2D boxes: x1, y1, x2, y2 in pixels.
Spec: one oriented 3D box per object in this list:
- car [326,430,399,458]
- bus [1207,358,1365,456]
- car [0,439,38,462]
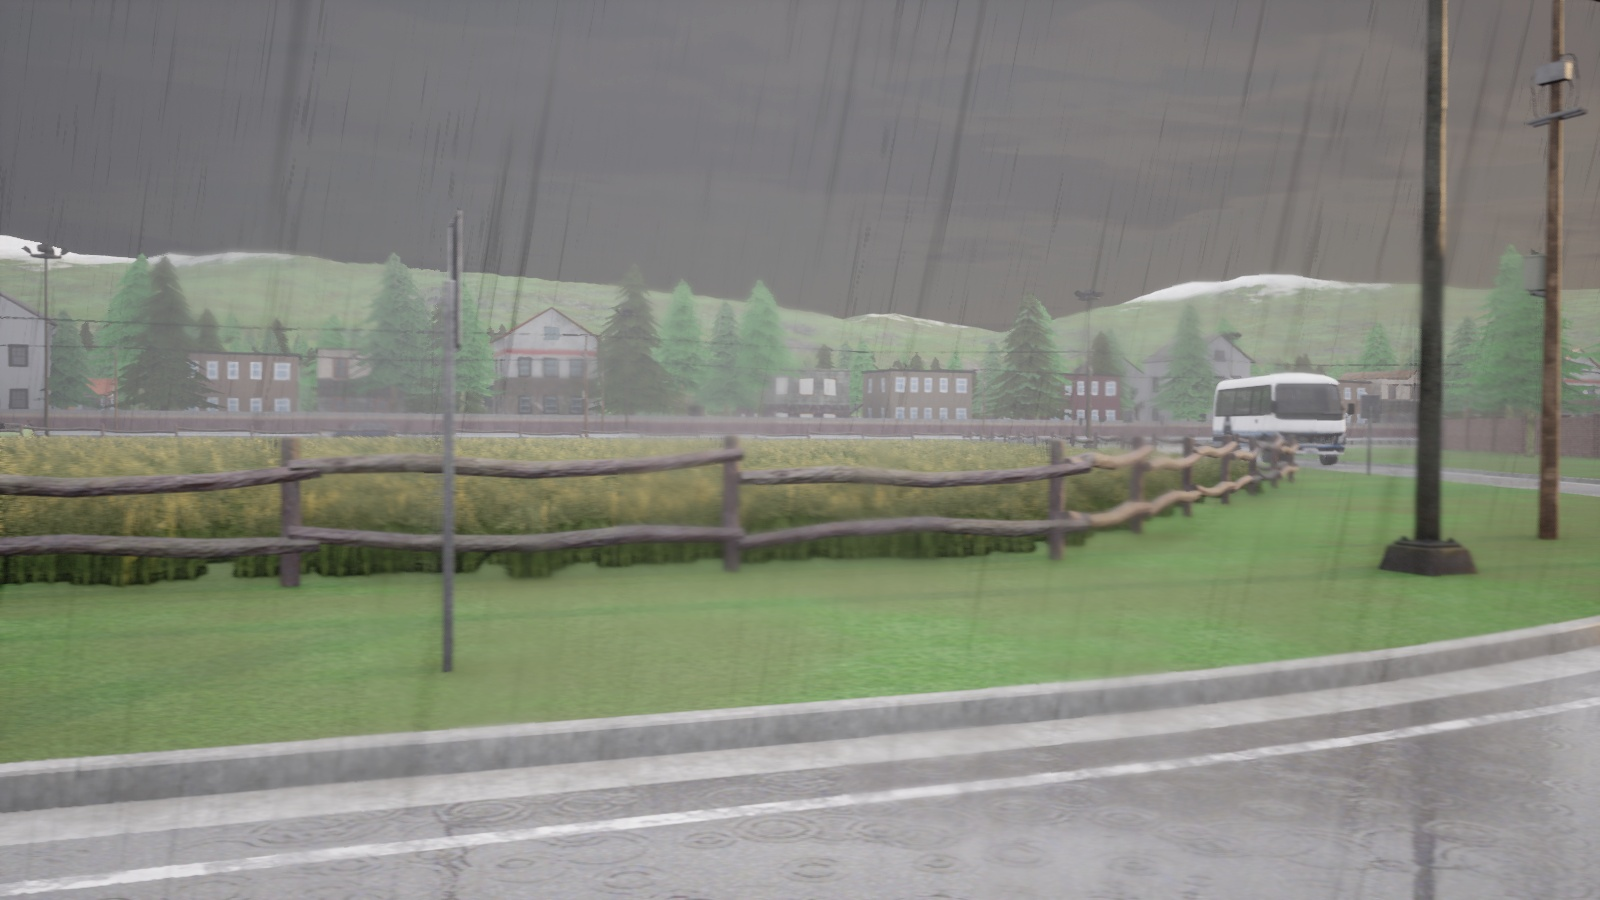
[{"bbox_3d":[-29.302,-0.406,84.059,4.553,1.767,2.097,-1,1,-21],"label":"car"},{"bbox_3d":[23.055,-1.976,60.450,3.944,4.253,10.273,-1,1,2],"label":"bus"},{"bbox_3d":[-52.985,0.045,82.669,4.514,1.525,2.007,-1,1,-21],"label":"car"}]
